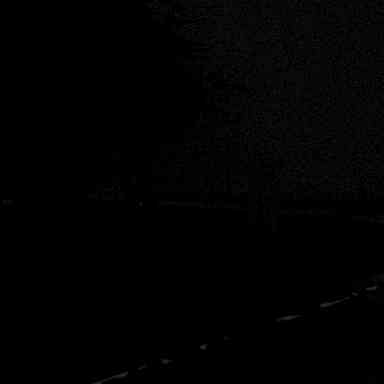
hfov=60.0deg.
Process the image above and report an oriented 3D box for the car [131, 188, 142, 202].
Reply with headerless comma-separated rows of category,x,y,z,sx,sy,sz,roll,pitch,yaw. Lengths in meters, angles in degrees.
car,-7.915,0.360,51.694,2.150,2.045,5.566,-2,1,-35
